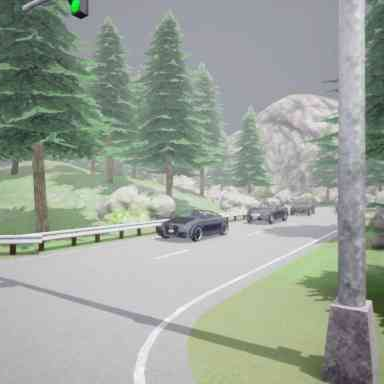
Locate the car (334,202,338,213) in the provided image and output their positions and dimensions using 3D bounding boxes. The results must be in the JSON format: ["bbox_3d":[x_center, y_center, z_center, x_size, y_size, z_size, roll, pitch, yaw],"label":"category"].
[{"bbox_3d":[16.916,1.641,36.607,1.994,1.385,4.181,1,0,19],"label":"car"}]

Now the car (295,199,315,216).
[{"bbox_3d":[11.220,1.522,33.580,1.837,1.490,4.892,0,0,27],"label":"car"}]

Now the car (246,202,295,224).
[{"bbox_3d":[5.728,1.508,24.964,2.128,1.511,4.902,0,0,34],"label":"car"}]

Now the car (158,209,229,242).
[{"bbox_3d":[0.170,1.579,16.717,1.994,1.385,4.181,0,0,34],"label":"car"}]
